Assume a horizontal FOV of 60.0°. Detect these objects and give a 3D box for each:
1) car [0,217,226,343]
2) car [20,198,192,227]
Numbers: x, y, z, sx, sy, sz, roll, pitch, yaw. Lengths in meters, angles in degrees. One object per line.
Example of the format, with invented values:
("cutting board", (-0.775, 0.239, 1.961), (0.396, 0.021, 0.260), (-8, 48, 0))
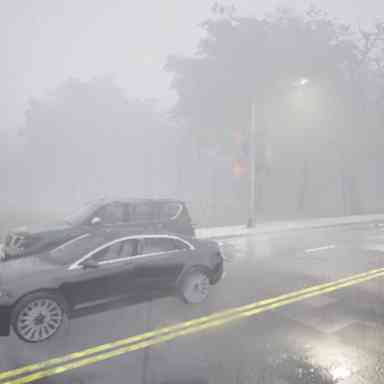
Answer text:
("car", (-1.565, 1.491, 6.522), (4.902, 1.511, 2.128), (0, 0, -35))
("car", (-2.430, 1.221, 9.897), (5.566, 2.045, 2.150), (0, 0, -36))
